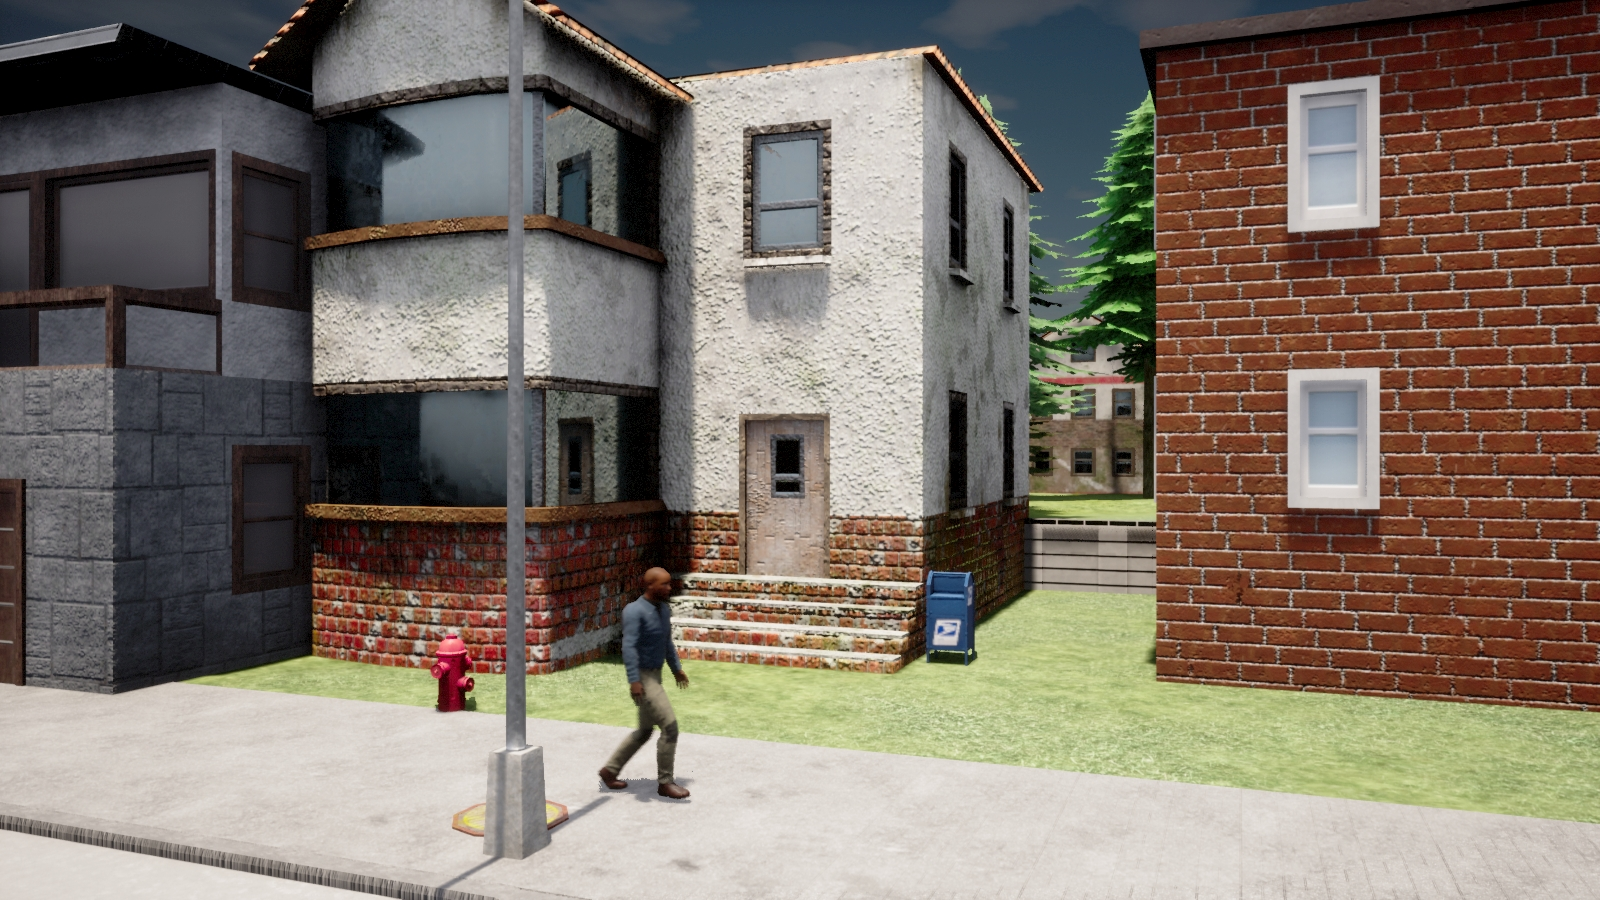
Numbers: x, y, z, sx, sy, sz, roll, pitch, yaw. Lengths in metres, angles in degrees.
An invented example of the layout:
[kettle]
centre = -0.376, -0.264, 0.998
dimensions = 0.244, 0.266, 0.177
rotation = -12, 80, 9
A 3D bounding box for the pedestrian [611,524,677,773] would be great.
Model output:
[pedestrian]
centre = -1.216, 1.524, 8.911
dimensions = 0.375, 1.860, 0.375
rotation = 0, 0, 21
